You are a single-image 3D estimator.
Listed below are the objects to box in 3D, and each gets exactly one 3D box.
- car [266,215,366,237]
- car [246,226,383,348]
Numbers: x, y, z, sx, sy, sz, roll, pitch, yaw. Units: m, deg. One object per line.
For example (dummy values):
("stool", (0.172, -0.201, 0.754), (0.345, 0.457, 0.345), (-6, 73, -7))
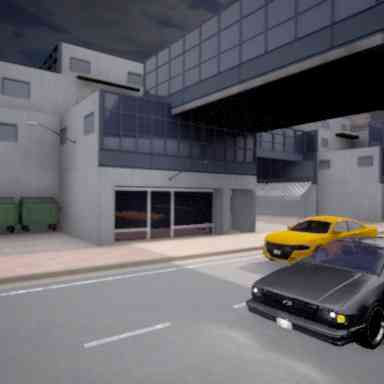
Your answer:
("car", (4.644, 1.615, 11.758), (5.008, 1.535, 1.882), (1, -1, -36))
("car", (3.538, 1.633, 6.604), (5.357, 1.411, 2.033), (1, -1, -36))
